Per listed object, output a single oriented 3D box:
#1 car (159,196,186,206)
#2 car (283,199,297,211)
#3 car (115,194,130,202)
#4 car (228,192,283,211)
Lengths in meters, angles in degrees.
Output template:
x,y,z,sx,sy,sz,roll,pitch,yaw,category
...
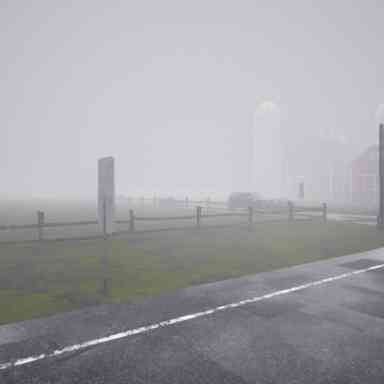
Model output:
x,y,z,sx,sy,sz,roll,pitch,yaw,category
-2.555,1.247,45.856,1.895,1.301,4.718,-1,1,-36,car
8.542,1.310,35.558,2.033,1.411,5.357,-1,1,-36,car
-12.889,1.085,60.374,2.033,1.411,5.357,-1,1,-36,car
6.063,1.008,33.884,2.150,2.045,5.566,-1,1,-36,car
